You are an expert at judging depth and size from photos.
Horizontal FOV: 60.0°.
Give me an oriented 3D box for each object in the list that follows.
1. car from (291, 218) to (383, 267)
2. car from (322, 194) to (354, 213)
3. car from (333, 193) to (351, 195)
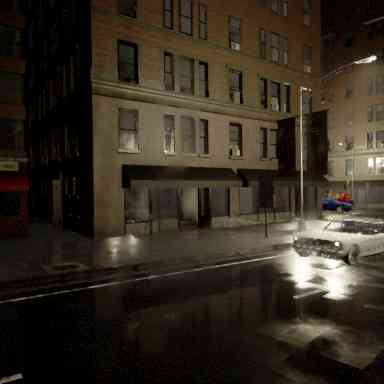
[{"bbox_3d":[5.593,1.599,11.568,4.718,1.301,1.895,0,0,-35],"label":"car"},{"bbox_3d":[14.413,1.345,35.268,1.882,1.535,5.008,-1,1,-44],"label":"car"},{"bbox_3d":[17.127,1.085,40.789,2.192,1.841,5.009,0,1,-44],"label":"car"}]
